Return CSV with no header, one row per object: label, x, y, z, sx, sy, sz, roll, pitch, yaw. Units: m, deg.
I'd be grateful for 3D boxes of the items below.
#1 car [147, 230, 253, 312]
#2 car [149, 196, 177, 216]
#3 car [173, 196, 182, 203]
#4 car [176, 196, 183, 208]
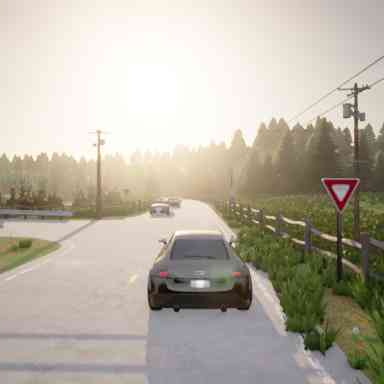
car,0.147,1.564,7.779,1.994,1.385,4.181,0,0,0
car,-2.992,1.491,32.815,2.128,1.511,4.902,0,0,2
car,-2.951,1.524,67.966,1.812,1.442,4.674,0,0,-2
car,-2.741,1.477,48.408,1.882,1.535,5.008,0,0,0
